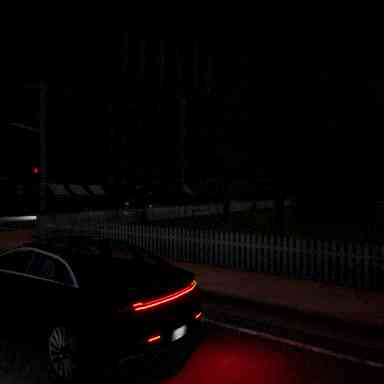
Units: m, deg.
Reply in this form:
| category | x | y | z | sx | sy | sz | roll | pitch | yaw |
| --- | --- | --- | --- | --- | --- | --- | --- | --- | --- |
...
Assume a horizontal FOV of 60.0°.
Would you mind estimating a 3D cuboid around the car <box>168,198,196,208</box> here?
| category | x | y | z | sx | sy | sz | roll | pitch | yaw |
| --- | --- | --- | --- | --- | --- | --- | --- | --- | --- |
| car | -1.402 | 1.601 | 48.105 | 1.895 | 1.301 | 4.718 | 0 | 0 | 34 |

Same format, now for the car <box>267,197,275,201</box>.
| category | x | y | z | sx | sy | sz | roll | pitch | yaw |
| --- | --- | --- | --- | --- | --- | --- | --- | --- | --- |
| car | 15.208 | 1.547 | 59.887 | 2.033 | 1.411 | 5.357 | 0 | 0 | 34 |

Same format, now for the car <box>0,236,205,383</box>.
| category | x | y | z | sx | sy | sz | roll | pitch | yaw |
| --- | --- | --- | --- | --- | --- | --- | --- | --- | --- |
| car | -2.118 | 1.491 | 5.451 | 4.902 | 1.511 | 2.128 | 0 | 0 | 36 |

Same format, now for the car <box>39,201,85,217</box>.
| category | x | y | z | sx | sy | sz | roll | pitch | yaw |
| --- | --- | --- | --- | --- | --- | --- | --- | --- | --- |
| car | -12.377 | 1.564 | 31.861 | 1.994 | 1.385 | 4.181 | 0 | 0 | 34 |

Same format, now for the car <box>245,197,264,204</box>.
| category | x | y | z | sx | sy | sz | roll | pitch | yaw |
| --- | --- | --- | --- | --- | --- | --- | --- | --- | --- |
| car | 11.509 | 1.601 | 60.656 | 1.895 | 1.301 | 4.718 | 0 | 0 | 34 |

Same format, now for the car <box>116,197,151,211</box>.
| category | x | y | z | sx | sy | sz | roll | pitch | yaw |
| --- | --- | --- | --- | --- | --- | --- | --- | --- | --- |
| car | -6.960 | 1.352 | 39.885 | 2.097 | 1.767 | 4.553 | 0 | 0 | 34 |
